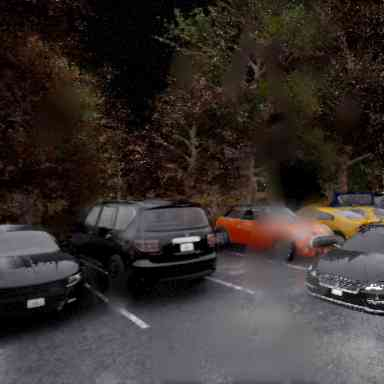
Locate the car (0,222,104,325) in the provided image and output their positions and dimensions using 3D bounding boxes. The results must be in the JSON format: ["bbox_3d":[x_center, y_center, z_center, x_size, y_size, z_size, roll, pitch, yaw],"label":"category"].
[{"bbox_3d":[-3.909,1.477,7.278,2.097,1.535,5.008,0,0,-36],"label":"car"}]

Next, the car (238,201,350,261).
[{"bbox_3d":[2.889,1.284,12.159,2.185,1.767,4.553,-1,0,-35],"label":"car"}]

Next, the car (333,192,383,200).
[{"bbox_3d":[9.824,1.030,17.032,2.435,2.045,5.566,-1,1,-35],"label":"car"}]

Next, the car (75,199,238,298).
[{"bbox_3d":[-1.653,1.212,8.916,2.435,2.045,5.566,0,0,-35],"label":"car"}]

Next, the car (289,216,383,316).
[{"bbox_3d":[4.482,1.447,7.190,4.892,1.490,1.837,-1,0,-36],"label":"car"}]

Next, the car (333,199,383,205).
[{"bbox_3d":[7.436,1.322,15.592,1.946,1.575,5.366,-1,1,-35],"label":"car"}]

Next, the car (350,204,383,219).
[{"bbox_3d":[5.179,1.371,13.748,2.097,1.535,5.008,-1,1,-35],"label":"car"}]
